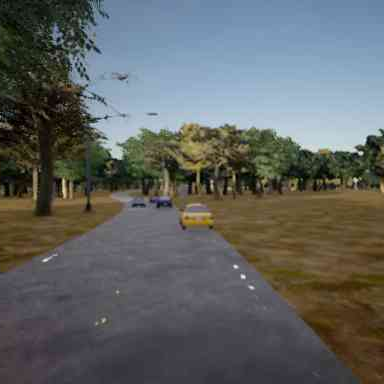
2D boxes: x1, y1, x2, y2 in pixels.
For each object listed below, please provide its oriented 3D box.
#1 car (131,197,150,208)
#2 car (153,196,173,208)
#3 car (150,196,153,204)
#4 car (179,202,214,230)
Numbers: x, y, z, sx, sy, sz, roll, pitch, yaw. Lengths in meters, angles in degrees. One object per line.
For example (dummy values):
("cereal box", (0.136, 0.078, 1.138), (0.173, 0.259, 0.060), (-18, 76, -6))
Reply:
("car", (-7.011, 1.349, 43.787), (2.033, 1.411, 5.357), (0, 0, -10))
("car", (-3.648, 1.270, 42.982), (1.882, 1.535, 5.008), (0, 0, -10))
("car", (-6.252, 1.288, 56.596), (1.895, 1.301, 4.718), (0, 1, -13))
("car", (0.190, 1.371, 20.438), (1.801, 1.575, 5.366), (0, 0, -5))
